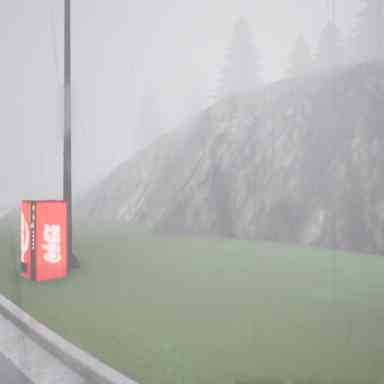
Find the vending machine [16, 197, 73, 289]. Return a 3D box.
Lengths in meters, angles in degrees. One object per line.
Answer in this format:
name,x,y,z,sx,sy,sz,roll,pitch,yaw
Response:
vending machine,-3.727,1.195,8.412,1.100,2.100,0.880,0,0,-41
